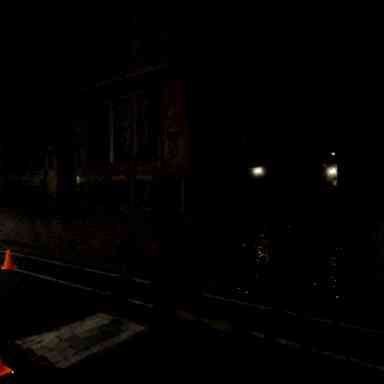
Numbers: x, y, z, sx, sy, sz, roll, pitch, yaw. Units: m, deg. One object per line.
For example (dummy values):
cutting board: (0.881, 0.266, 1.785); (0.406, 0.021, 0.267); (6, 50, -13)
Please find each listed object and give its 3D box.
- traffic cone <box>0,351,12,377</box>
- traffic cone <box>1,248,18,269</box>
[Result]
traffic cone: (-2.507, 1.982, 4.178); (0.340, 0.580, 0.340); (0, 0, 36)
traffic cone: (-5.564, 2.020, 10.149); (0.340, 0.580, 0.340); (0, 0, 36)
